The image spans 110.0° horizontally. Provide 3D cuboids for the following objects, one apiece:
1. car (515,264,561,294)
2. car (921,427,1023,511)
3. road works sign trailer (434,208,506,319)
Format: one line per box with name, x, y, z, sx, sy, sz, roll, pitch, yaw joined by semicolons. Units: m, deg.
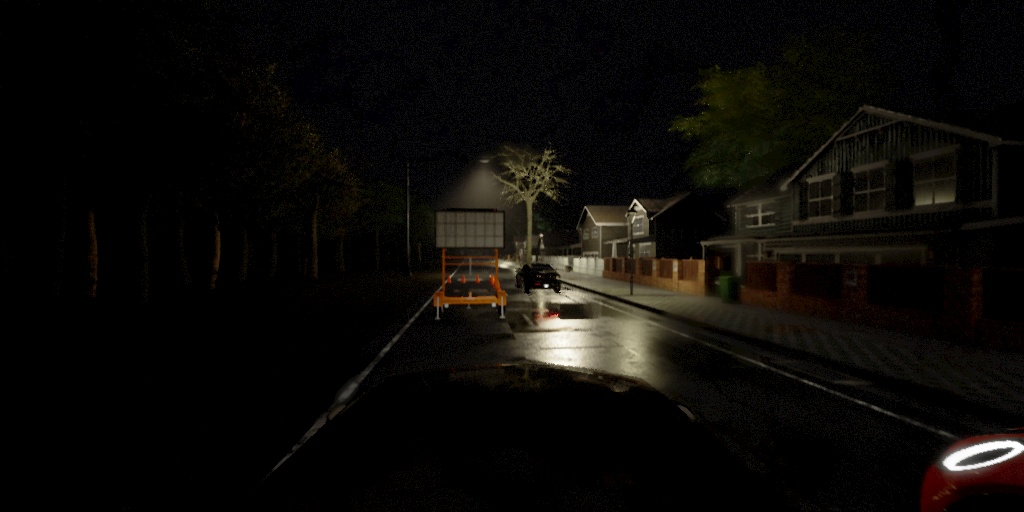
car;1.357;1.152;19.642;1.837;1.490;4.892;0;0;-7
car;3.580;1.111;0.203;2.097;1.767;4.553;0;0;-6
road works sign trailer;-1.450;0.151;12.521;2.380;3.560;2.880;0;0;-7
